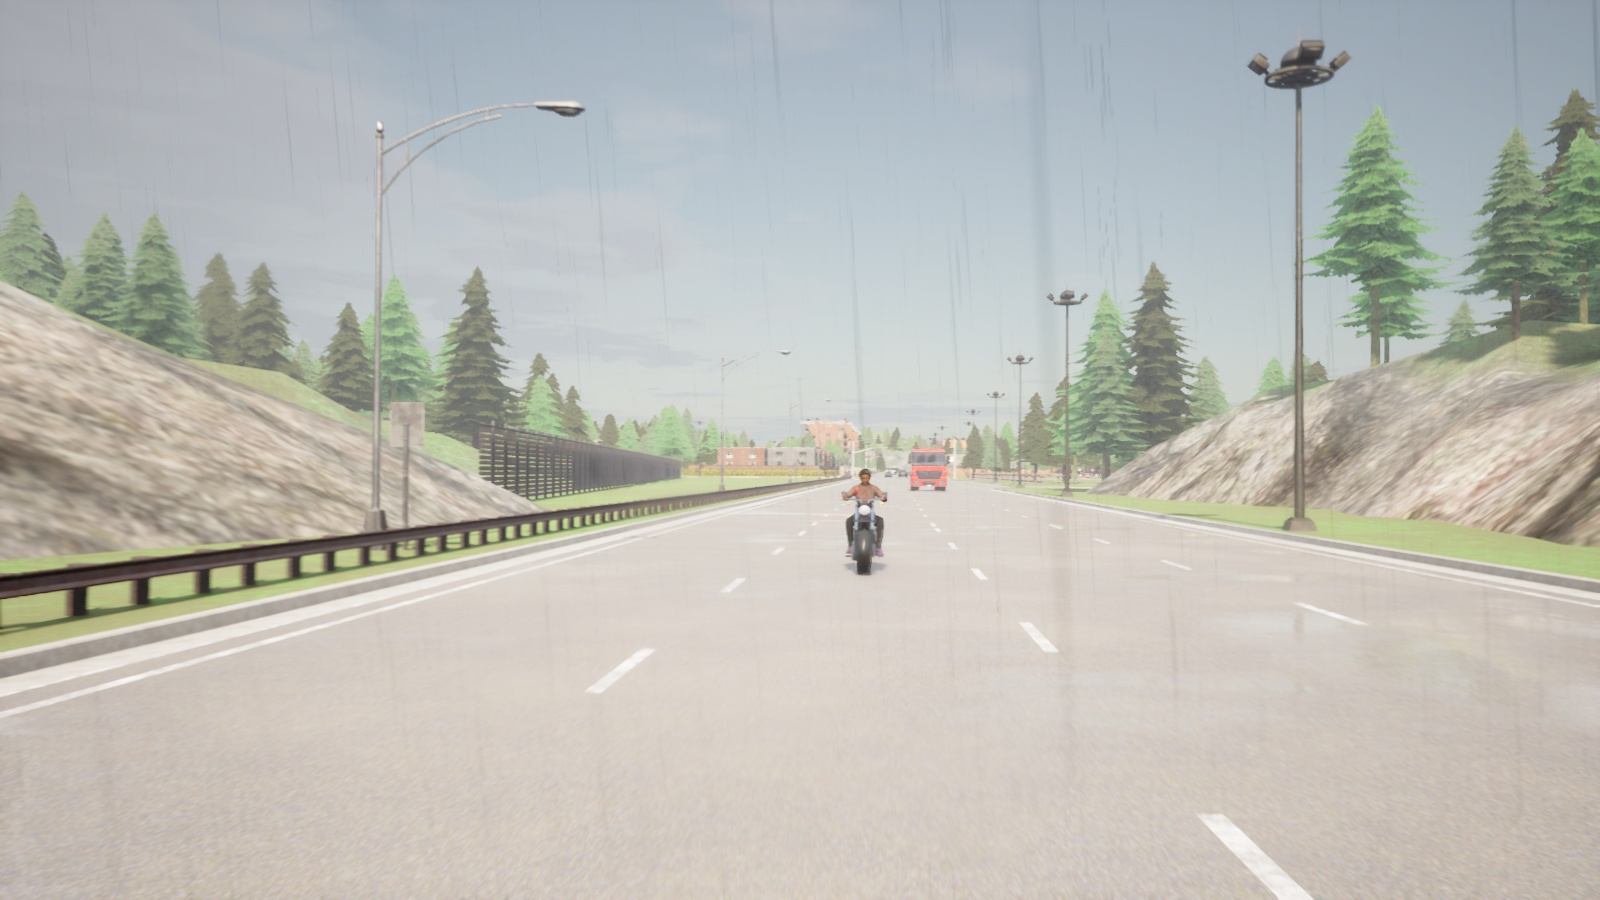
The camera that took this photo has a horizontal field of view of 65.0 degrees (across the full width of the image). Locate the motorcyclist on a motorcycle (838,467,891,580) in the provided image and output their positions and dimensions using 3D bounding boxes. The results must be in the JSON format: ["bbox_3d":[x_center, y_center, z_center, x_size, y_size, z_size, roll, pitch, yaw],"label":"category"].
[{"bbox_3d":[1.025,1.088,19.517,0.766,1.649,2.350,0,-1,4],"label":"motorcyclist on a motorcycle"}]
